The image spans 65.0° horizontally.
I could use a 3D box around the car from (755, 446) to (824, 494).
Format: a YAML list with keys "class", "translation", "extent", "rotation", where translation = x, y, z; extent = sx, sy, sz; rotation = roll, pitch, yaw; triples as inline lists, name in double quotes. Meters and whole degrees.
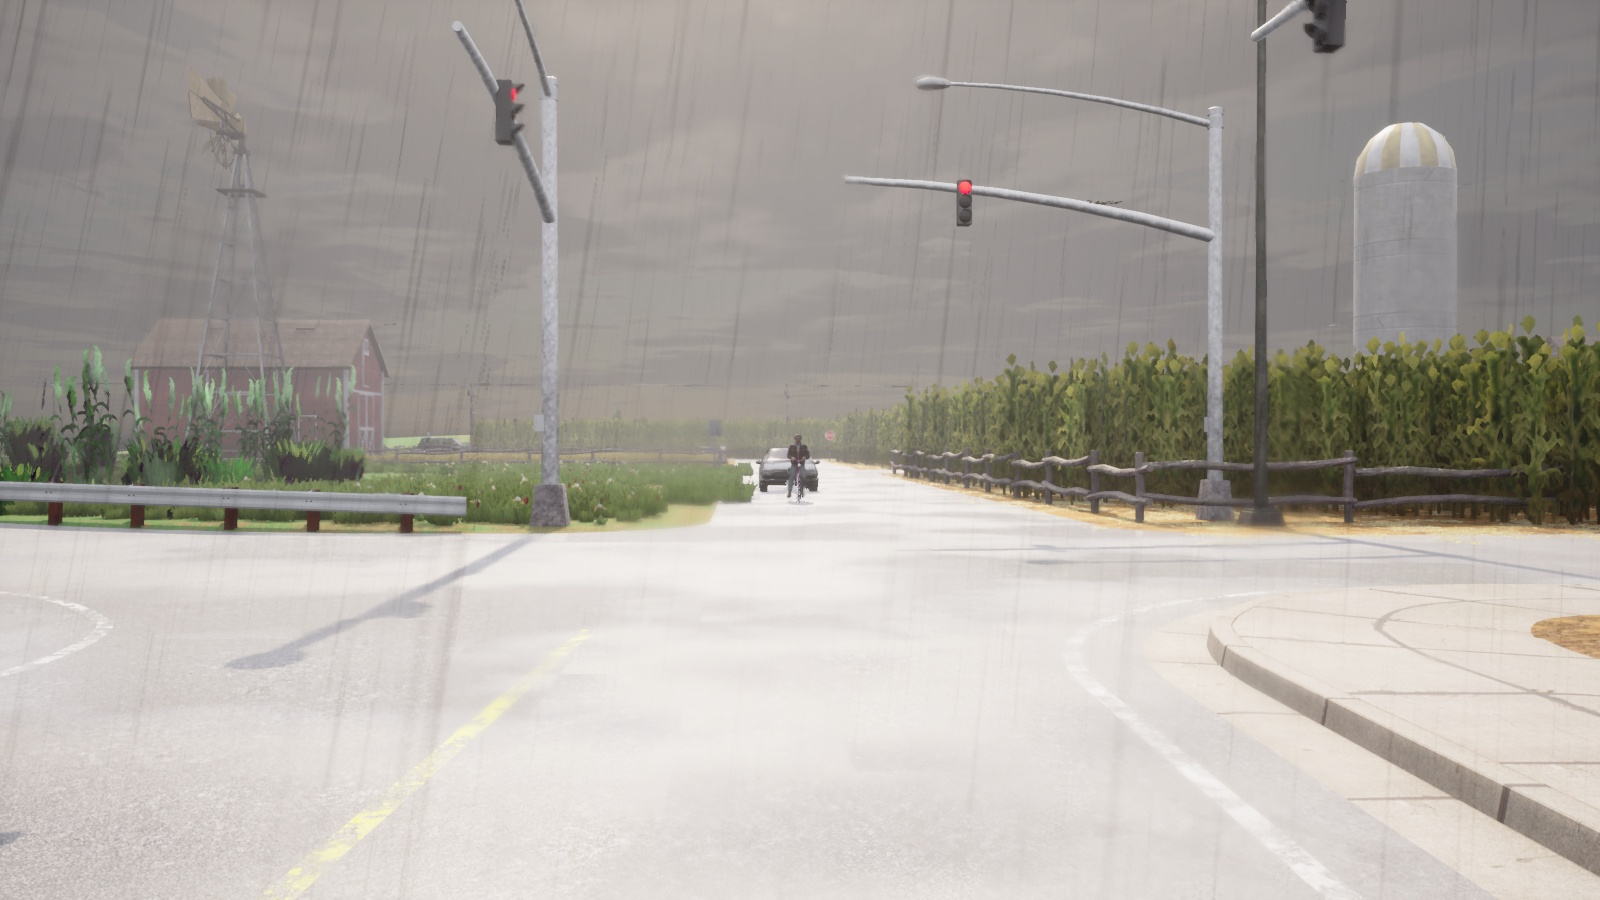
- class: "car"
  translation: [-0.413, 0.599, 40.541]
  extent: [2.033, 1.411, 5.357]
  rotation: [0, 0, -3]
